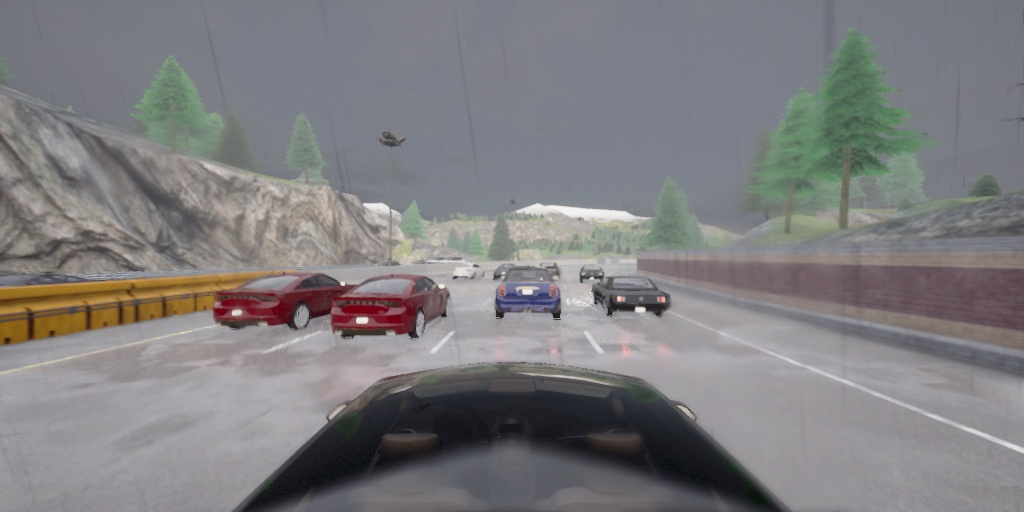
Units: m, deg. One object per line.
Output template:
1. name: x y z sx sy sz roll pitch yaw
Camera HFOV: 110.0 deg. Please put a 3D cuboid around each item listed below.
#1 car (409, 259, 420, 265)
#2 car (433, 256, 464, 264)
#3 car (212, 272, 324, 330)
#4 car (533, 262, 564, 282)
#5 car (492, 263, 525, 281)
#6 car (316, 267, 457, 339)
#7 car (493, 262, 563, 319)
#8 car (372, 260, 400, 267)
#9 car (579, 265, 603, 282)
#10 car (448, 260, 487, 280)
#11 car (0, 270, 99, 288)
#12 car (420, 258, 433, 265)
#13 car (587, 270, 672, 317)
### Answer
1. car: -14.647 1.289 57.404 2.128 1.511 4.902 0 0 20
2. car: -8.898 1.018 52.743 2.150 2.045 5.566 0 0 19
3. car: -6.529 1.234 11.179 1.882 1.535 5.008 0 0 3
4. car: 3.190 1.272 30.479 2.128 1.511 4.902 0 0 12
5. car: -0.252 1.343 31.056 1.994 1.385 4.181 0 0 12
6. car: -3.089 1.234 10.168 1.882 1.535 5.008 0 0 3
7. car: 0.633 1.114 13.034 2.097 1.767 4.553 0 0 4
8. car: -19.255 1.285 54.816 2.128 1.511 4.902 0 0 19
9. car: 6.417 1.381 28.963 1.895 1.301 4.718 0 0 12
10. car: -3.749 1.303 31.495 1.812 1.442 4.674 0 0 12
11. car: -17.112 1.316 12.664 1.994 1.385 4.181 0 0 4
12. car: -11.486 1.019 55.873 2.150 2.045 5.566 0 0 20
13. car: 4.128 1.364 13.231 1.895 1.301 4.718 0 0 5
